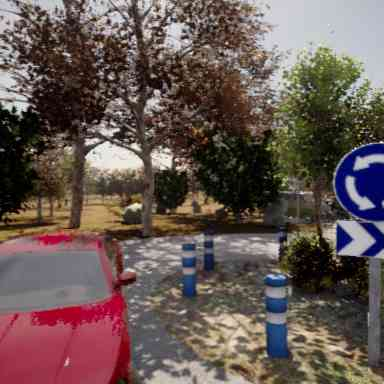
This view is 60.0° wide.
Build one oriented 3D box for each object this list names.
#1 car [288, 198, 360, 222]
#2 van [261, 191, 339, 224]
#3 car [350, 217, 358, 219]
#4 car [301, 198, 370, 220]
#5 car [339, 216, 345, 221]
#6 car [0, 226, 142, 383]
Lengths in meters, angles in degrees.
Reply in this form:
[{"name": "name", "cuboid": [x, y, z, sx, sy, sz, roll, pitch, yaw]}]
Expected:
[{"name": "car", "cuboid": [10.048, 1.311, 25.566, 4.674, 1.452, 2.002, 2, 0, 41]}, {"name": "van", "cuboid": [6.607, 0.936, 21.335, 4.442, 1.987, 1.878, 3, 1, 40]}, {"name": "car", "cuboid": [10.797, 1.360, 18.827, 2.033, 1.411, 5.357, 2, 0, 40]}, {"name": "car", "cuboid": [11.921, 1.353, 27.796, 4.792, 1.488, 2.163, 2, 0, 41]}, {"name": "car", "cuboid": [8.238, 1.252, 23.450, 4.674, 1.452, 2.002, 2, 0, 41]}, {"name": "car", "cuboid": [-1.795, 1.316, 4.272, 1.882, 1.535, 5.008, -1, 3, -13]}]
